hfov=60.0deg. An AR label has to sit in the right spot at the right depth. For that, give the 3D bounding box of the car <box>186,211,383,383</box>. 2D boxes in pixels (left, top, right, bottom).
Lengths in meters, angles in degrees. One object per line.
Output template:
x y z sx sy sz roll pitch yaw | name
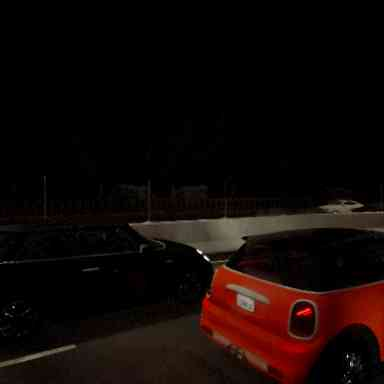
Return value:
2.434 1.338 5.091 4.553 1.767 2.097 0 0 -32 | car

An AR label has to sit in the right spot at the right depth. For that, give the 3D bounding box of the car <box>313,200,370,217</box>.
13.503 1.449 30.027 4.674 1.442 1.812 0 0 -19 | car

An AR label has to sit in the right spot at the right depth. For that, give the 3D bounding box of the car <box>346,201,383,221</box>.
15.408 1.482 27.056 5.357 1.411 2.033 0 0 -20 | car

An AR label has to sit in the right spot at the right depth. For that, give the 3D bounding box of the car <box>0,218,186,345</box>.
-1.765 1.328 6.563 4.553 1.767 2.097 0 0 -34 | car
